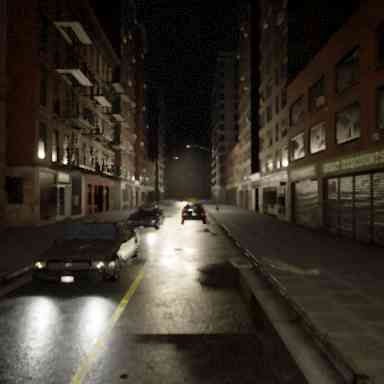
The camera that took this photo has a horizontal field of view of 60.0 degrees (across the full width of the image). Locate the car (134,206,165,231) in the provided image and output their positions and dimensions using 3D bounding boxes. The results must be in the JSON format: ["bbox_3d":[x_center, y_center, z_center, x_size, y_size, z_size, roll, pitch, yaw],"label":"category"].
[{"bbox_3d":[-2.811,1.587,21.420,2.033,1.411,5.357,0,0,1],"label":"car"}]

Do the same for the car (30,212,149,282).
[{"bbox_3d":[-2.765,1.560,10.063,2.033,1.411,5.357,0,0,0],"label":"car"}]

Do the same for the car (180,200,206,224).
[{"bbox_3d":[0.088,1.599,25.397,2.033,1.411,5.357,0,0,-1],"label":"car"}]

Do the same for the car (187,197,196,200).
[{"bbox_3d":[-0.054,1.765,72.861,1.882,1.535,5.008,0,0,0],"label":"car"}]
